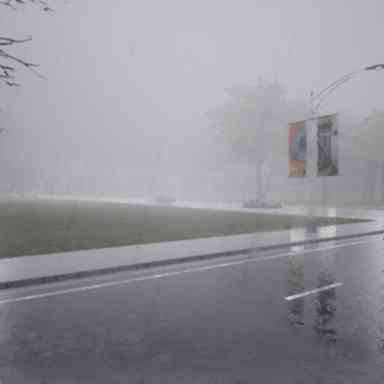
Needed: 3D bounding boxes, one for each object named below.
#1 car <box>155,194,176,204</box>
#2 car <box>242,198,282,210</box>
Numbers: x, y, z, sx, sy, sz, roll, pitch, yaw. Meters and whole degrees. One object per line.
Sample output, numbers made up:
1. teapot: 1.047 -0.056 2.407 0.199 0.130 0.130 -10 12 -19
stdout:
1. car: -4.905 1.246 60.923 2.097 1.767 4.553 0 0 -36
2. car: 8.777 1.505 41.969 2.033 1.411 5.357 0 0 -36
